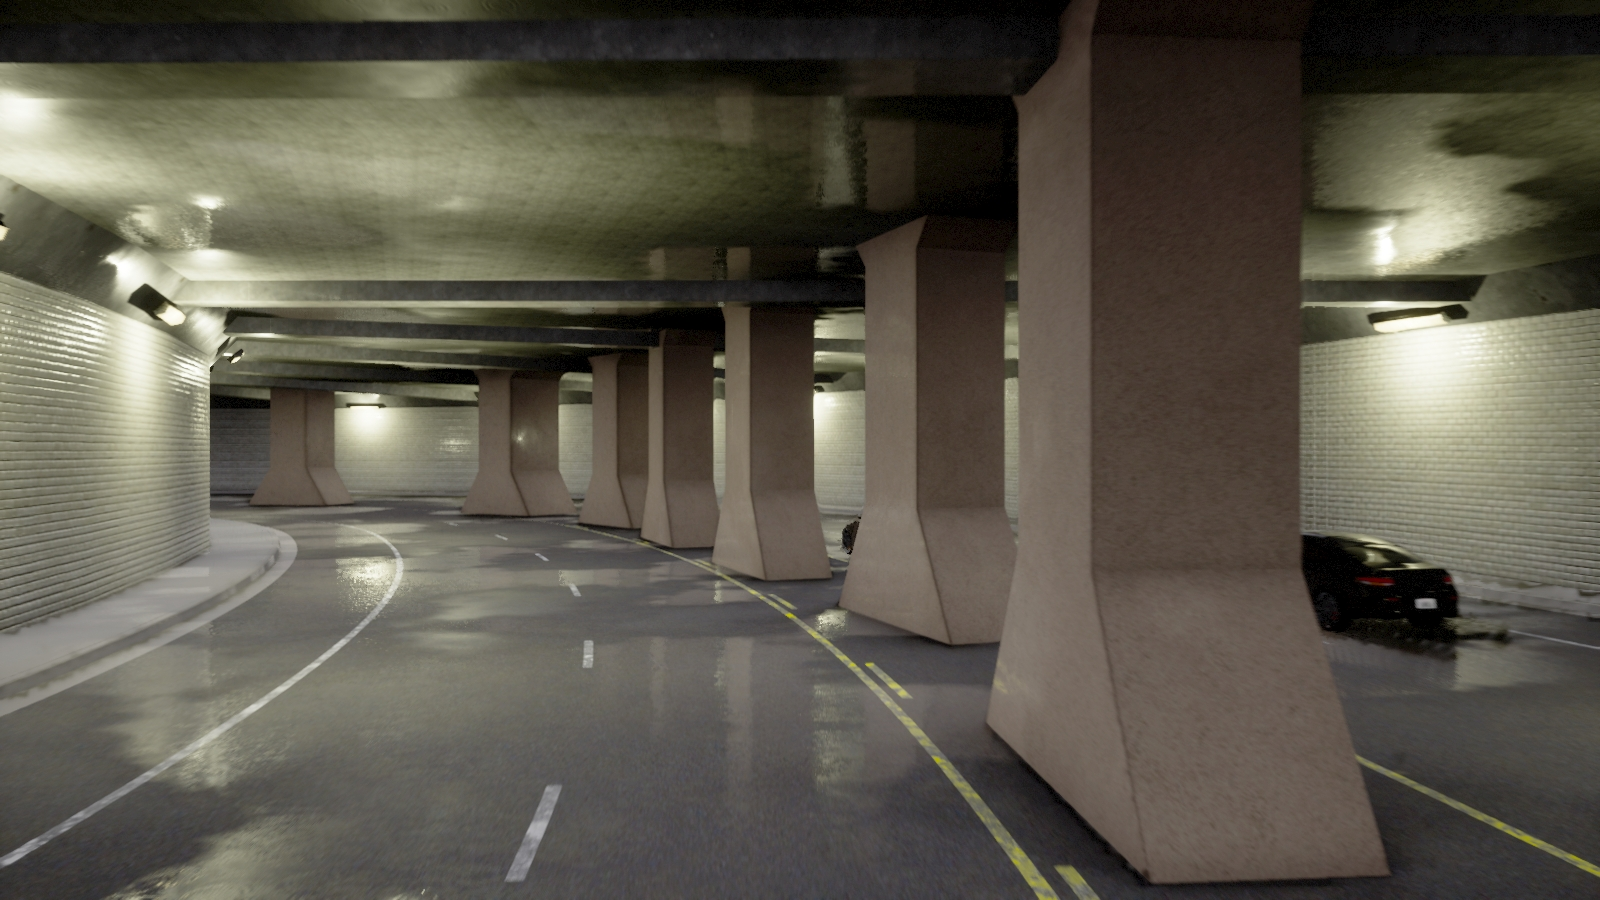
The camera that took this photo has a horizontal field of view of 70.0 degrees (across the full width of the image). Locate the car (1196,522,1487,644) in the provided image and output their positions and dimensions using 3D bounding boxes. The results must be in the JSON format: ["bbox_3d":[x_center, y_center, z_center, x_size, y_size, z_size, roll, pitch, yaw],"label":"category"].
[{"bbox_3d":[8.732,2.080,18.983,2.002,1.442,4.674,0,0,-11],"label":"car"}]
